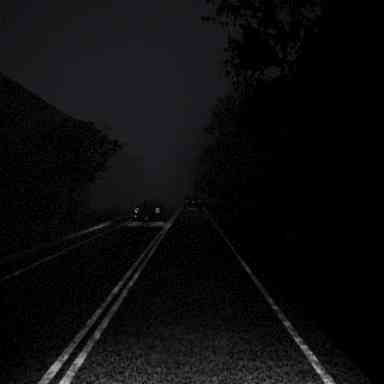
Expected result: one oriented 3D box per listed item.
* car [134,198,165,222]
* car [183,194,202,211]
[{"bbox_3d":[-3.349,1.373,26.783,2.097,1.767,4.553,0,0,0],"label":"car"},{"bbox_3d":[0.103,1.308,41.780,2.150,2.045,5.566,0,0,0],"label":"car"}]
